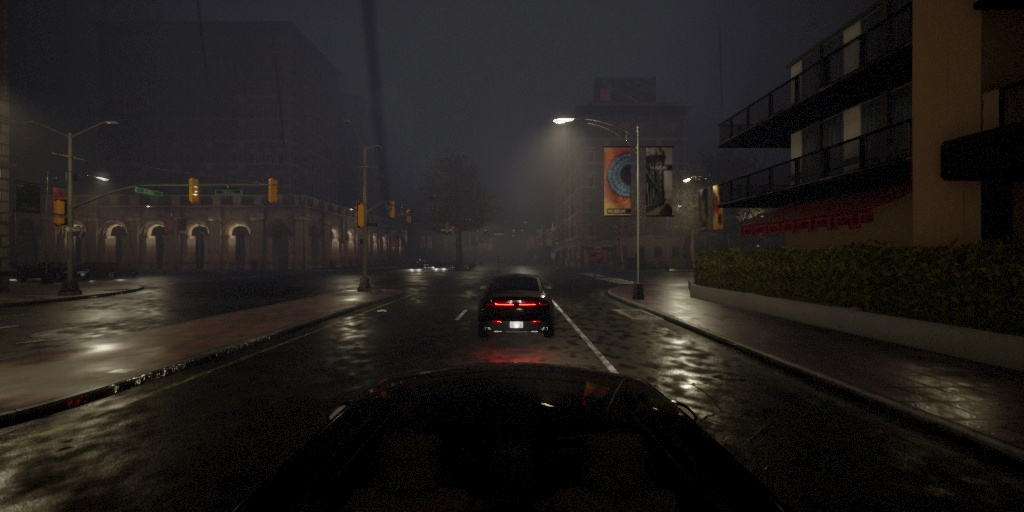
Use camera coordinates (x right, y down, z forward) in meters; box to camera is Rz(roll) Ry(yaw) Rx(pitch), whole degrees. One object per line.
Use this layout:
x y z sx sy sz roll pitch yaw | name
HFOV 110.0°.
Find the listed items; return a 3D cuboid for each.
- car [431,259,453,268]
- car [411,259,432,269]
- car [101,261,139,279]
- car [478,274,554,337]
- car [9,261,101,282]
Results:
-11.352 1.314 58.657 1.994 1.385 4.181 0 0 0 | car
-14.857 1.241 57.885 2.128 1.511 4.902 0 0 0 | car
-36.674 1.228 32.310 5.008 1.535 1.882 0 0 0 | car
0.109 1.255 10.259 1.837 1.490 4.892 0 0 0 | car
-36.930 1.241 28.810 4.902 1.511 2.128 0 0 0 | car
